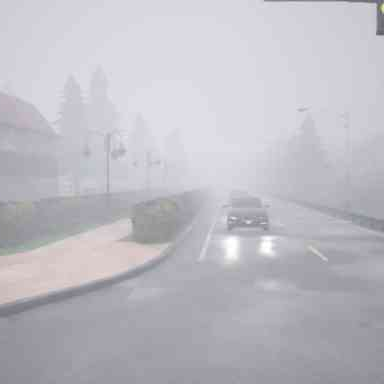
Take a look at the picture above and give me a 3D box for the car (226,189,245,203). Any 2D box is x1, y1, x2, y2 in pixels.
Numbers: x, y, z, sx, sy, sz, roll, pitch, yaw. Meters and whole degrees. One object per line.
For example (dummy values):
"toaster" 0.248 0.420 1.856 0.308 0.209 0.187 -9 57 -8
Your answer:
"car" 5.058 0.379 39.037 2.033 1.411 5.357 0 2 7

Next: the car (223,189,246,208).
"car" 3.755 0.665 26.818 2.128 1.511 4.902 0 2 6

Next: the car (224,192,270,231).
"car" 2.663 0.967 16.495 1.837 1.490 4.892 0 2 6
